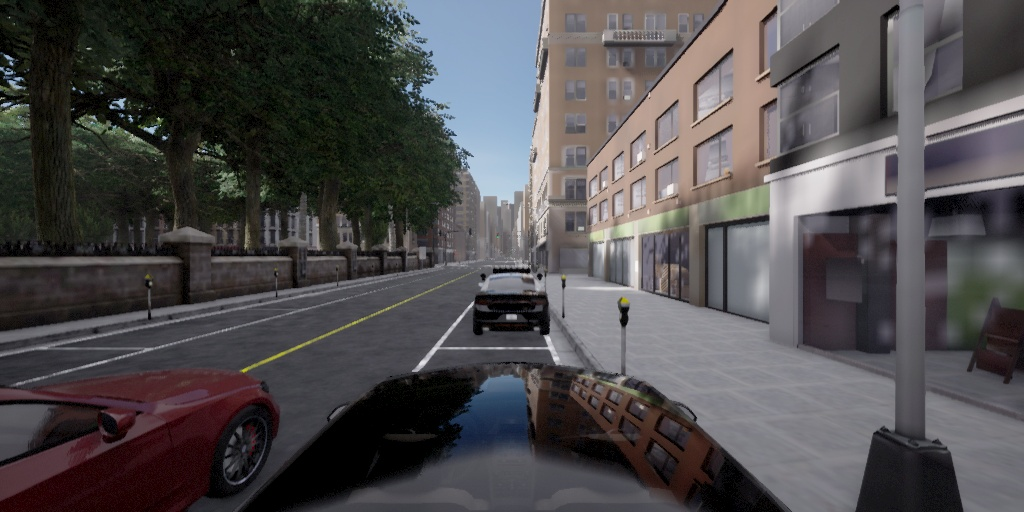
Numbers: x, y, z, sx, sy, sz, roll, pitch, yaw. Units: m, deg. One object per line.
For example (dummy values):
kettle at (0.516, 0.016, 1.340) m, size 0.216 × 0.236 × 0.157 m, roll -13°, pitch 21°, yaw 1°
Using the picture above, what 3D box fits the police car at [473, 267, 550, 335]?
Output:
police car at (-0.011, 1.163, 10.610) m, size 1.930 × 1.638 × 5.238 m, roll 0°, pitch 0°, yaw 0°

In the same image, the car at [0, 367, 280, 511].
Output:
car at (-3.146, 1.269, 1.500) m, size 1.812 × 1.442 × 4.674 m, roll 0°, pitch 0°, yaw 0°
